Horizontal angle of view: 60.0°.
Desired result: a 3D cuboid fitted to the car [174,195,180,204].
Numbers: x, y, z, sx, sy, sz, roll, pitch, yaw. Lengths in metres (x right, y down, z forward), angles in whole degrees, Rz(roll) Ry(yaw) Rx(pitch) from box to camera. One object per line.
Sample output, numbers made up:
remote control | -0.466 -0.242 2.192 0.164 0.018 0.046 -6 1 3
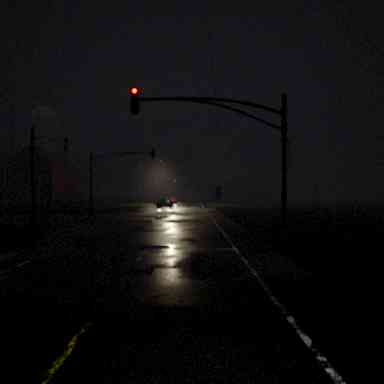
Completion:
car | -3.682 1.446 59.520 1.812 1.442 4.674 0 0 0

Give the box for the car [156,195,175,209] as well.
car | -3.684 1.510 44.895 1.994 1.385 4.181 0 0 0

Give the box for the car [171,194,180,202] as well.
car | -3.657 1.348 74.998 1.882 1.535 5.008 0 0 0
